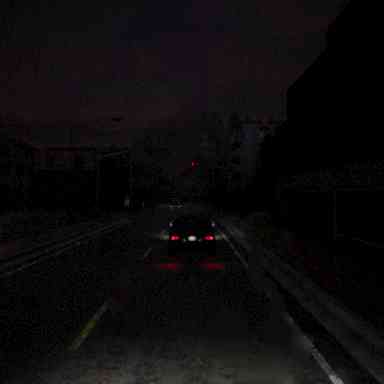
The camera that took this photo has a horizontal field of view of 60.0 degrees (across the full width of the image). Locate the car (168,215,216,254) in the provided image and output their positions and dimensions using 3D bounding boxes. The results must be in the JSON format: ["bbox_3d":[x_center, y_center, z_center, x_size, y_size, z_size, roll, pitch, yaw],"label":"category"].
[{"bbox_3d":[0.003,1.679,13.989,2.033,1.411,5.357,0,-1,0],"label":"car"}]

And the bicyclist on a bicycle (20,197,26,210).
[{"bbox_3d":[-22.324,1.535,43.910,0.582,1.620,1.656,0,0,0],"label":"bicyclist on a bicycle"}]

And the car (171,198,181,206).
[{"bbox_3d":[-3.489,2.170,71.851,1.837,1.490,4.892,0,-1,0],"label":"car"}]
